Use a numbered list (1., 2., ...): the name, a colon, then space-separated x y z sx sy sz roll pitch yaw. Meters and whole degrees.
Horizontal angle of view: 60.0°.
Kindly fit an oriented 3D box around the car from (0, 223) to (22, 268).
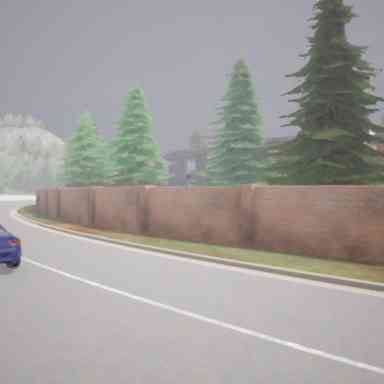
1. car: -6.724 1.491 10.035 4.674 1.442 1.812 0 0 43
